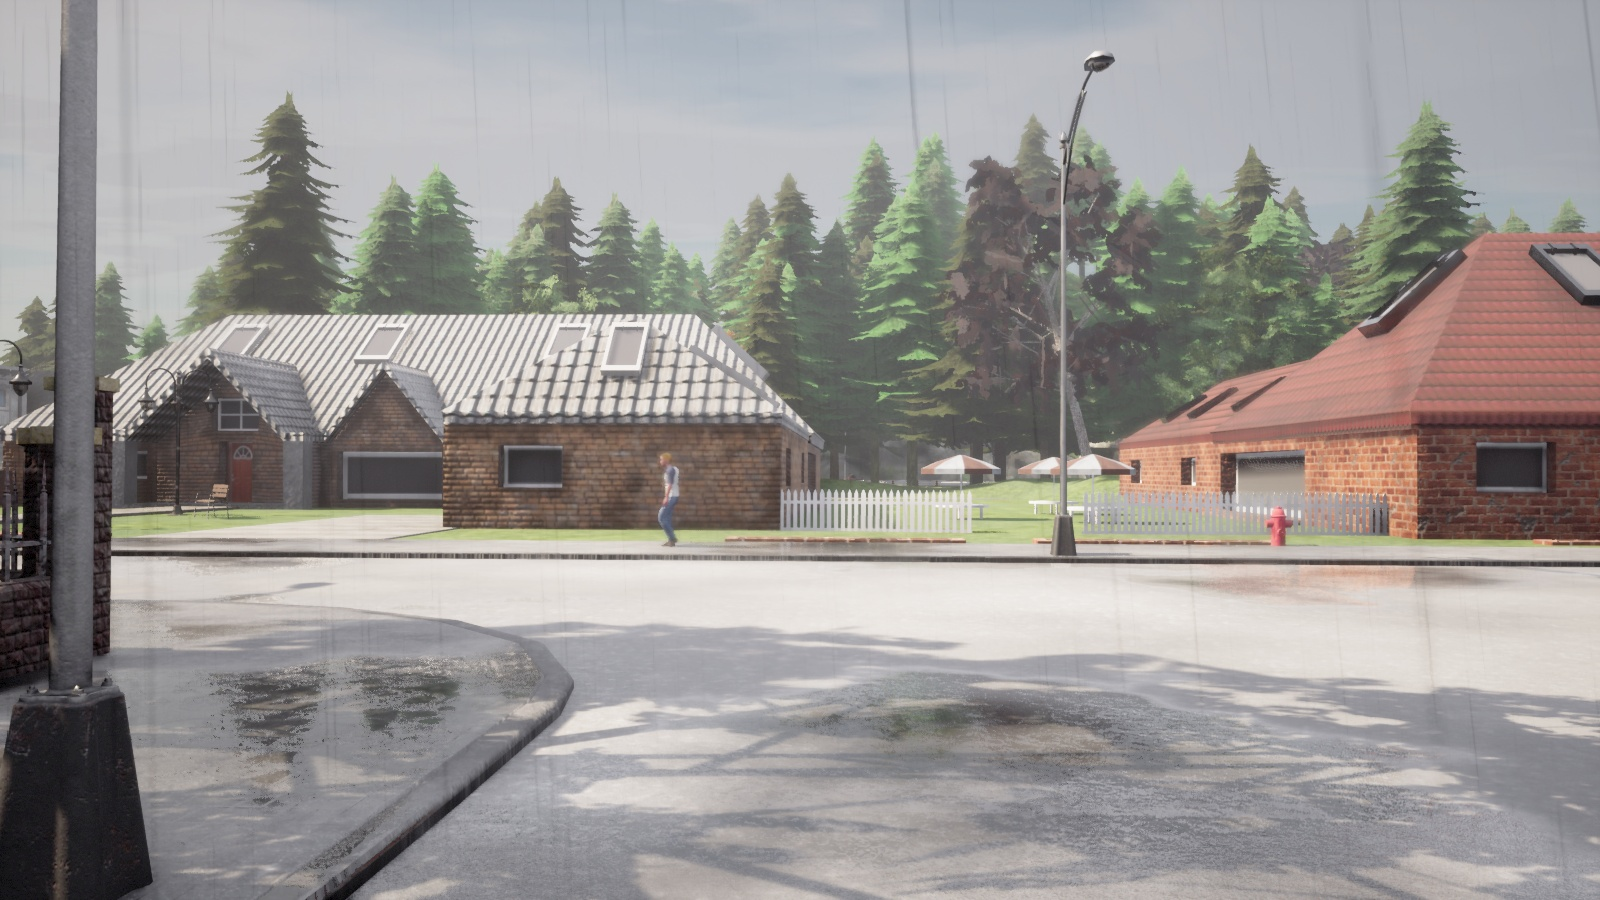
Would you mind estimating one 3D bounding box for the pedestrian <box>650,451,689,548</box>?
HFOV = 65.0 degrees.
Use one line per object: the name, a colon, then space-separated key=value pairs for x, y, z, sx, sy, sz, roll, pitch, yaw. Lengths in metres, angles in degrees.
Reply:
pedestrian: x=-2.486 y=0.934 z=23.928 sx=0.706 sy=1.836 sz=0.354 roll=0 pitch=-1 yaw=2
